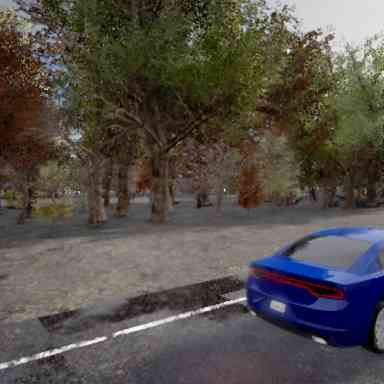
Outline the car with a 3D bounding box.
[{"bbox_3d":[3.206,1.391,6.043,5.008,1.535,1.882,-1,1,-35],"label":"car"}]
